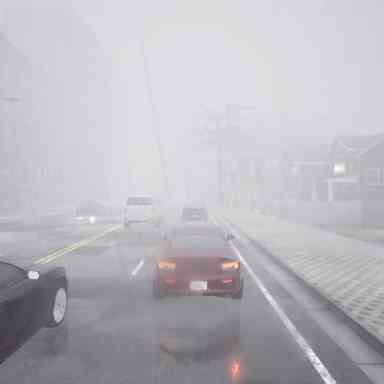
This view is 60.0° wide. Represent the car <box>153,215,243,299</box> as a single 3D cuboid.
[{"bbox_3d":[0.128,1.525,8.300,1.812,1.442,4.674,0,0,0],"label":"car"}]

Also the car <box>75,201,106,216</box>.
[{"bbox_3d":[-9.735,1.550,32.116,1.994,1.385,4.181,0,0,0],"label":"car"}]

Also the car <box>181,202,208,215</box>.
[{"bbox_3d":[0.189,1.469,25.280,1.882,1.535,5.008,0,0,0],"label":"car"}]

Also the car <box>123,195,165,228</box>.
[{"bbox_3d":[-3.071,1.214,22.065,2.150,2.045,5.566,0,0,0],"label":"car"}]

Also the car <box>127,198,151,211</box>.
[{"bbox_3d":[-6.445,1.523,40.829,2.033,1.411,5.357,0,0,0],"label":"car"}]

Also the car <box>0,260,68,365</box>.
[{"bbox_3d":[-3.138,1.477,3.969,1.882,1.535,5.008,0,0,0],"label":"car"}]
